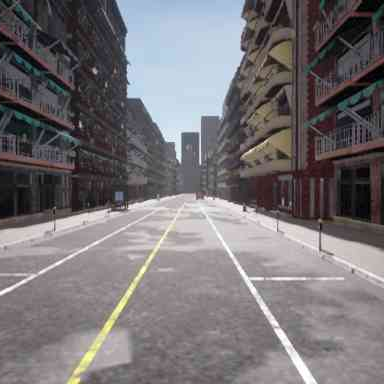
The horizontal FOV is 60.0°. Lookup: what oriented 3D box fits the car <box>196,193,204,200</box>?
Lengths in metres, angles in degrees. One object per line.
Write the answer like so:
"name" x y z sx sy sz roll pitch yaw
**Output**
"car" 2.269 1.237 95.074 2.150 2.045 5.566 0 0 0
